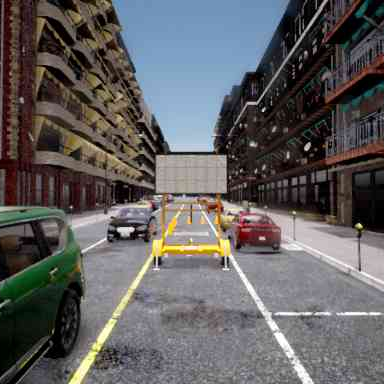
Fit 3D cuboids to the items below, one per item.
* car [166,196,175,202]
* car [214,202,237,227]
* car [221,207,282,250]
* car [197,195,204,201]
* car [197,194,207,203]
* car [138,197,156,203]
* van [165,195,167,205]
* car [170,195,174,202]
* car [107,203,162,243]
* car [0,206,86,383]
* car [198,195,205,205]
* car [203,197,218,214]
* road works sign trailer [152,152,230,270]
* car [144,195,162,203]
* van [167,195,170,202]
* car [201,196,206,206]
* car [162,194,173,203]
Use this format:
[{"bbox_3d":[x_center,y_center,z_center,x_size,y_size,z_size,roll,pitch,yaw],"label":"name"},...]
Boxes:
[{"bbox_3d":[-5.477,1.822,86.281,1.947,1.339,4.313,1,0,0],"label":"car"},{"bbox_3d":[2.545,1.551,20.039,1.752,1.417,4.829,1,0,0],"label":"car"},{"bbox_3d":[2.556,1.561,14.337,1.887,1.381,4.507,1,0,0],"label":"car"},{"bbox_3d":[2.360,1.726,91.770,1.967,1.590,4.097,1,0,0],"label":"car"},{"bbox_3d":[2.387,1.543,80.707,2.192,1.841,5.009,1,0,0],"label":"car"},{"bbox_3d":[-5.370,1.589,36.336,1.752,1.417,4.829,2,0,0],"label":"car"},{"bbox_3d":[-5.400,1.454,53.097,1.690,1.788,3.998,2,0,0],"label":"van"},{"bbox_3d":[-5.436,1.494,69.690,2.192,1.841,5.009,1,0,0],"label":"car"},{"bbox_3d":[-2.790,1.511,16.238,2.128,1.511,4.902,0,0,0],"label":"car"},{"bbox_3d":[-2.749,1.224,3.086,2.150,2.045,5.566,0,0,0],"label":"car"},{"bbox_3d":[2.463,1.678,58.583,1.887,1.381,4.507,1,0,0],"label":"car"},{"bbox_3d":[2.509,1.609,36.460,1.887,1.381,4.507,1,0,0],"label":"car"},{"bbox_3d":[-0.022,0.475,10.998,2.380,3.560,2.880,0,0,0],"label":"road works sign trailer"},{"bbox_3d":[-5.376,1.394,42.038,2.192,1.841,5.009,2,0,0],"label":"car"},{"bbox_3d":[-5.413,1.474,58.629,1.690,1.788,3.998,1,0,0],"label":"van"},{"bbox_3d":[2.497,1.629,41.991,2.008,1.369,4.403,1,0,0],"label":"car"},{"bbox_3d":[-5.447,1.518,75.219,2.192,1.841,5.009,1,0,0],"label":"car"}]
